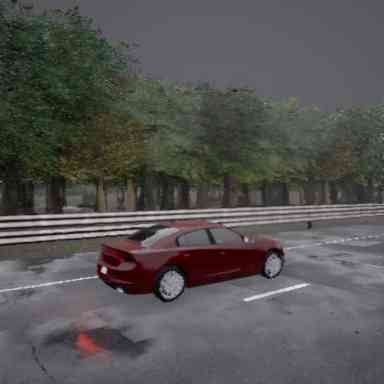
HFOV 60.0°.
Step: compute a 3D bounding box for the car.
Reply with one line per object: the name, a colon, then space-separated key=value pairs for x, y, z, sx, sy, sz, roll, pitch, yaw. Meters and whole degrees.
car: x=0.214 y=1.444 z=8.230 sx=5.008 sy=1.535 sz=1.882 roll=0 pitch=0 yaw=-36
